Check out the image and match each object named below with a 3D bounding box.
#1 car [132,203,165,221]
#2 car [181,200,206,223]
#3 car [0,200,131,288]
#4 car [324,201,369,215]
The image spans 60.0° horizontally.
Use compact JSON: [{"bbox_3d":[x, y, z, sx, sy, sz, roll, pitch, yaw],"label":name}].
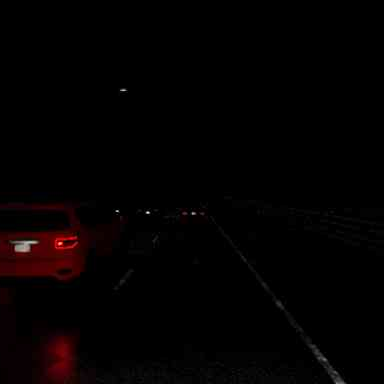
[{"bbox_3d":[-3.411,1.580,27.679,1.994,1.385,4.181,0,0,0],"label":"car"},{"bbox_3d":[0.095,1.564,25.845,2.033,1.411,5.357,0,0,0],"label":"car"},{"bbox_3d":[-3.404,1.226,9.368,2.150,2.045,5.566,0,0,0],"label":"car"},{"bbox_3d":[16.648,1.694,36.082,2.033,1.411,5.357,0,0,-17],"label":"car"}]
